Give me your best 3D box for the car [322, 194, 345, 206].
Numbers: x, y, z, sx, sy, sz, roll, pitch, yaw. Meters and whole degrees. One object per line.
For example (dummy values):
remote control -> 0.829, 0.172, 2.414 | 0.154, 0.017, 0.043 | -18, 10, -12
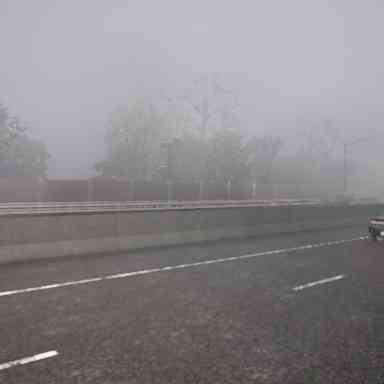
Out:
car -> 19.362, 1.265, 43.609 | 5.566, 2.045, 2.150 | 0, 0, -35

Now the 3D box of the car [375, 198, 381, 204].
car -> 23.511, 1.535, 37.972 | 4.902, 1.511, 2.128 | 0, 0, -35

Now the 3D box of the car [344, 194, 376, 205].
car -> 21.099, 1.395, 40.549 | 4.553, 1.767, 2.097 | 0, 0, -35

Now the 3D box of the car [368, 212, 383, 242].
car -> 9.948, 1.509, 15.161 | 4.902, 1.511, 2.128 | 0, 0, -35
